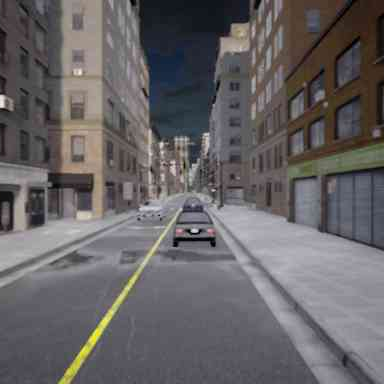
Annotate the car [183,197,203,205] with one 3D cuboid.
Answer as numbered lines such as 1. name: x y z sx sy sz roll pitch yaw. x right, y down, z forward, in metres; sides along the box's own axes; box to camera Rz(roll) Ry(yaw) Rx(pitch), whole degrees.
1. car: 0.104 1.329 33.984 2.097 1.767 4.553 0 0 0

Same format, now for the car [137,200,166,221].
1. car: -2.998 1.312 25.354 1.812 1.442 4.674 0 0 0

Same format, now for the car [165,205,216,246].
1. car: 0.101 1.537 15.242 2.033 1.411 5.357 0 0 0
